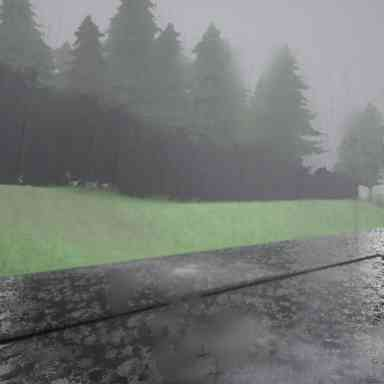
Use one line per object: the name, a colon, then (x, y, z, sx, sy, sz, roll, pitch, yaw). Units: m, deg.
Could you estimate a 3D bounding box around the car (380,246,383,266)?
car: (7.512, 1.531, 9.947, 4.674, 1.442, 1.812, 0, 0, -36)
